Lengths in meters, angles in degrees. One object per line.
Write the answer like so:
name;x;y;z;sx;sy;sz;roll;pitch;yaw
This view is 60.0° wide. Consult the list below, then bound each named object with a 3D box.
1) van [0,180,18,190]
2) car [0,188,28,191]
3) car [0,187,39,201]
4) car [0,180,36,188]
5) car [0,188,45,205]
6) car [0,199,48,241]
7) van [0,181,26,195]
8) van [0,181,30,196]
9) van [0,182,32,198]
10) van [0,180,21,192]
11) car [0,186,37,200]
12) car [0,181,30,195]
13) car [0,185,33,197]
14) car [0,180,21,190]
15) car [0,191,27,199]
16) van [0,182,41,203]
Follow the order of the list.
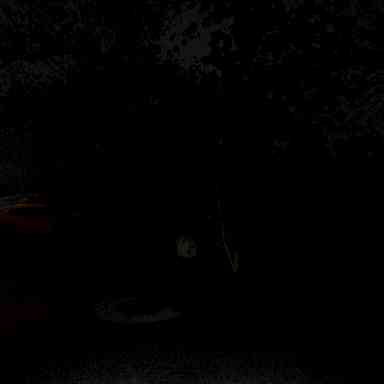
van;-40.646;-1.543;72.588;4.442;1.987;1.878;1;1;-31
car;-12.727;0.776;24.654;5.366;1.575;1.946;1;2;-31
car;-19.636;0.204;36.789;4.792;1.488;2.163;1;2;-31
car;-15.345;0.287;29.522;5.566;2.045;2.435;1;2;-31
car;-16.810;0.444;31.885;4.792;1.488;2.163;1;2;-31
car;-7.012;1.265;15.316;5.008;1.535;2.097;1;2;-31
van;-26.717;-0.560;48.516;4.442;1.987;1.878;1;1;-31
van;-25.110;-0.458;46.250;4.442;1.987;1.878;1;2;-31
van;-22.482;-0.262;41.353;4.442;1.987;1.878;1;2;-31
van;-35.020;-1.150;63.050;4.442;1.987;1.878;1;1;-31
car;-20.975;0.099;39.061;4.792;1.488;2.163;1;2;-31
car;-28.046;-0.683;50.944;5.566;2.045;2.435;1;1;-31
car;-23.806;-0.137;43.814;5.008;1.535;2.097;1;1;-31
car;-39.363;-1.473;70.129;5.566;2.045;2.435;1;1;-31
car;-8.382;1.018;17.716;4.553;1.767;2.185;1;2;-31
van;-18.144;0.066;34.442;4.442;1.987;1.878;1;2;-31
